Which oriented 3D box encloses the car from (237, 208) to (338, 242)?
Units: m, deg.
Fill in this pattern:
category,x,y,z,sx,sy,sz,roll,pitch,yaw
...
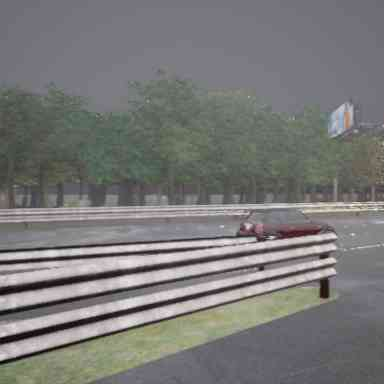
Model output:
category,x,y,z,sx,sy,sz,roll,pitch,yaw
car,4.405,1.568,15.266,4.553,1.767,2.097,0,0,-22
